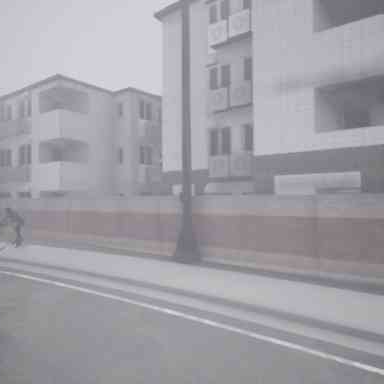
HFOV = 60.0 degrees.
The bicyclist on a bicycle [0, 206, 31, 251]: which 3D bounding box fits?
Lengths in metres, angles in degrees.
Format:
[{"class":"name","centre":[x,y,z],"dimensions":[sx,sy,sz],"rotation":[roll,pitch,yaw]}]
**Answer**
[{"class":"bicyclist on a bicycle","centre":[-6.823,1.369,12.610],"dimensions":[0.582,1.620,1.656],"rotation":[0,-1,26]}]
